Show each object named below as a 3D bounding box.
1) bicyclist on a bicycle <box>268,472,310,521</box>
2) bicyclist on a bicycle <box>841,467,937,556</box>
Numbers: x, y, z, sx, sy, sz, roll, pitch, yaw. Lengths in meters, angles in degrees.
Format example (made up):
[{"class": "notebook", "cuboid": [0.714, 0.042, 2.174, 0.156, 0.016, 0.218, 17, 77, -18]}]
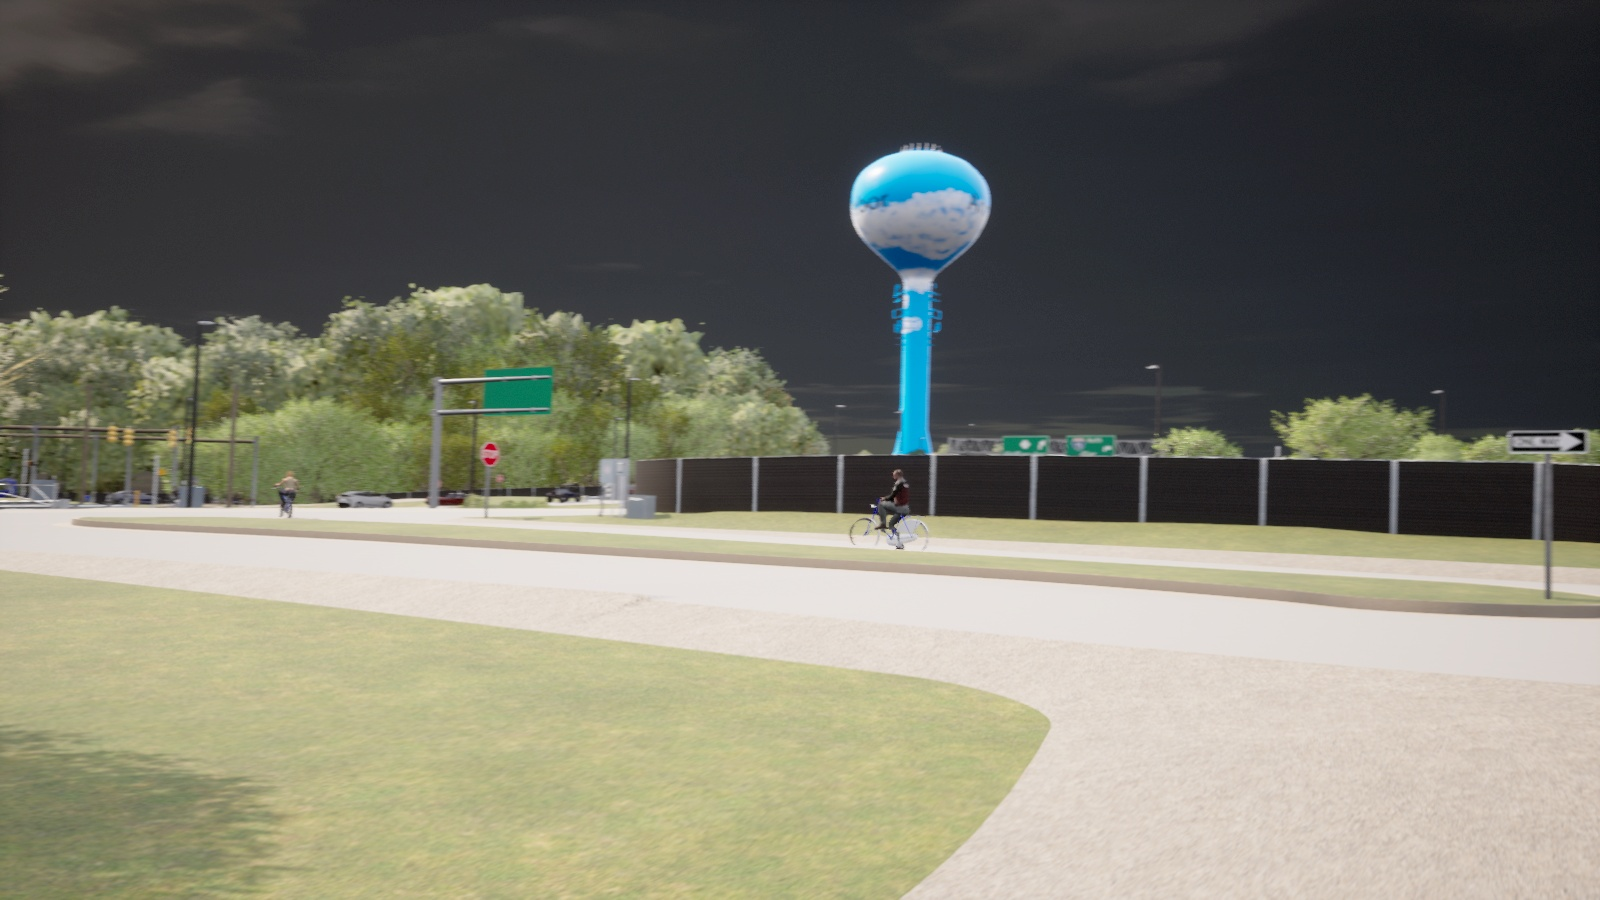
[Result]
[{"class": "bicyclist on a bicycle", "cuboid": [-17.492, 1.590, 42.973, 0.866, 1.612, 1.509, 7, -5, -35]}, {"class": "bicyclist on a bicycle", "cuboid": [1.859, 1.277, 26.315, 1.843, 1.776, 0.659, 1, -3, 31]}]
